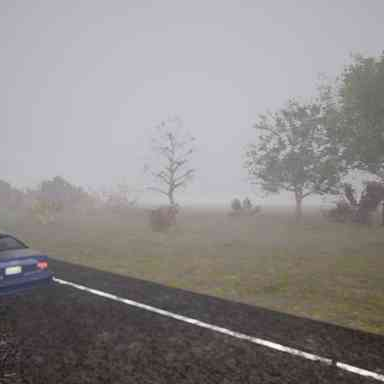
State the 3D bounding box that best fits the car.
[{"bbox_3d":[-5.512,1.604,8.191,5.357,1.411,2.033,0,-1,39],"label":"car"}]
